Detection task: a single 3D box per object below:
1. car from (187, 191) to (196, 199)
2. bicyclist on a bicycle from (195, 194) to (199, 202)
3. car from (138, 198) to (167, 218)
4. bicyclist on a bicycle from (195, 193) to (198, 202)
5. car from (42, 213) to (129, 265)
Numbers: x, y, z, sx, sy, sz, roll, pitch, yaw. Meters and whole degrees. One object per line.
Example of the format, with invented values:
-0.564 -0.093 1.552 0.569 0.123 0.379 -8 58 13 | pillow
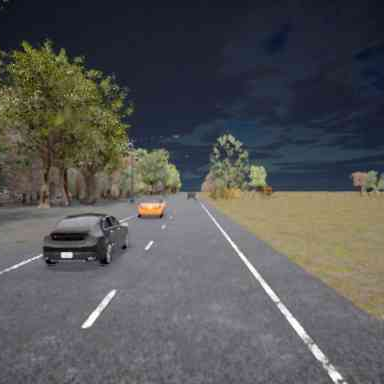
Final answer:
-0.131 0.881 86.615 2.150 2.045 5.566 0 0 0 | car
0.868 1.285 60.389 0.866 1.612 1.509 0 0 0 | bicyclist on a bicycle
-3.447 1.277 29.604 2.097 1.767 4.553 0 0 0 | car
0.858 1.197 69.087 0.659 1.776 1.843 0 0 0 | bicyclist on a bicycle
-3.417 1.475 11.491 1.837 1.490 4.892 0 0 0 | car
